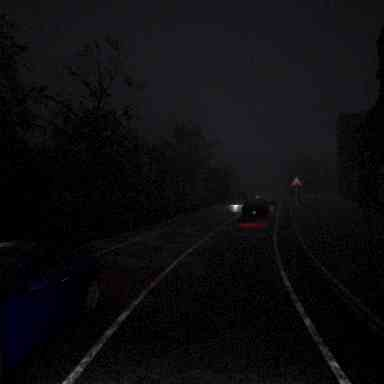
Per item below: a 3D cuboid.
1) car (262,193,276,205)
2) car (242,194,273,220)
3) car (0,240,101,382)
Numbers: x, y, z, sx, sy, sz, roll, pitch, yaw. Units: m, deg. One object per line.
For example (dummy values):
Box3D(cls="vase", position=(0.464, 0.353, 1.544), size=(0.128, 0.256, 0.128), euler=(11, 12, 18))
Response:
Box3D(cls="car", position=(9.494, 0.804, 42.063), size=(1.812, 1.442, 4.674), euler=(-2, 1, 15))
Box3D(cls="car", position=(4.943, 1.210, 25.365), size=(1.882, 1.535, 5.008), euler=(-1, 1, 15))
Box3D(cls="car", position=(-2.858, 1.534, 4.982), size=(1.812, 1.442, 4.674), euler=(0, 0, 5))
